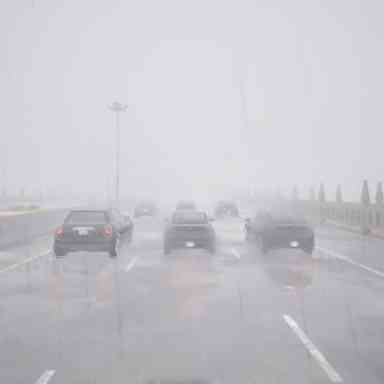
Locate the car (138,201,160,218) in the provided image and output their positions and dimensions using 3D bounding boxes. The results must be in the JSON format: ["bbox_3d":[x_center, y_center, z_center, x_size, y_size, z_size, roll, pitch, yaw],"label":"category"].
[{"bbox_3d":[-4.035,1.533,30.230,1.994,1.385,4.181,0,0,-1],"label":"car"}]

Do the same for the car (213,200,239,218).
[{"bbox_3d":[2.979,1.472,29.791,1.837,1.490,4.892,0,0,-1],"label":"car"}]

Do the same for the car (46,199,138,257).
[{"bbox_3d":[-3.611,1.339,13.025,2.097,1.767,4.553,0,0,-1],"label":"car"}]

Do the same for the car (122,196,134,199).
[{"bbox_3d":[-11.993,1.433,62.161,2.128,1.511,4.902,0,0,-1],"label":"car"}]

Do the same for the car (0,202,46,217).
[{"bbox_3d":[-11.002,1.459,21.299,1.882,1.535,5.008,0,0,-1],"label":"car"}]

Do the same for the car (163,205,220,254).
[{"bbox_3d":[-0.118,1.491,13.478,1.837,1.490,4.892,0,0,-1],"label":"car"}]

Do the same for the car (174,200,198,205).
[{"bbox_3d":[-0.520,1.473,29.702,1.837,1.490,4.892,0,0,-1],"label":"car"}]

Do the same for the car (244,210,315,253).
[{"bbox_3d":[3.381,1.489,13.569,1.837,1.490,4.892,0,0,-1],"label":"car"}]

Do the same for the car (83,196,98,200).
[{"bbox_3d":[-18.985,1.439,62.364,2.128,1.511,4.902,0,0,-1],"label":"car"}]

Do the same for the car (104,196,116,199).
[{"bbox_3d":[-15.488,1.465,62.506,1.812,1.442,4.674,0,0,-1],"label":"car"}]
